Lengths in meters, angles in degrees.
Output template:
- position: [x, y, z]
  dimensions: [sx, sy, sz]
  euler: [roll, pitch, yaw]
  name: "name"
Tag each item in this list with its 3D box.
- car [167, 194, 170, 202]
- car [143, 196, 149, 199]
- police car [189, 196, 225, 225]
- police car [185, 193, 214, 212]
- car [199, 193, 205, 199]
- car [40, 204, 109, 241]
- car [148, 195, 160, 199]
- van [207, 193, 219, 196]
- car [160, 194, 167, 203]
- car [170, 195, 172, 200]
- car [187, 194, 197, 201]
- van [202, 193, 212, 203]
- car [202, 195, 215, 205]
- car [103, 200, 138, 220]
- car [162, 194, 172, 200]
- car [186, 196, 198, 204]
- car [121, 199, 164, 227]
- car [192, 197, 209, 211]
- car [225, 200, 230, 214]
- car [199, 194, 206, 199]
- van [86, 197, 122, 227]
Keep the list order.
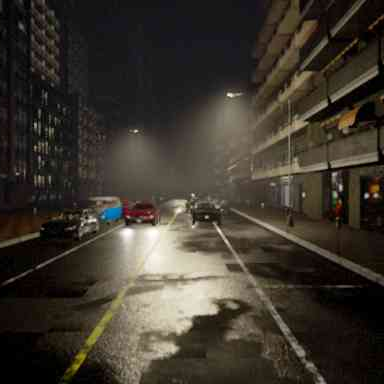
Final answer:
- position: [-5.653, 1.255, 60.091]
  dimensions: [2.008, 1.369, 4.403]
  euler: [0, 0, 0]
  name: "car"
- position: [-5.671, 1.395, 32.477]
  dimensions: [1.947, 1.339, 4.313]
  euler: [0, 0, 0]
  name: "car"
- position: [0.915, 1.303, 22.912]
  dimensions: [1.930, 1.638, 5.238]
  euler: [0, 0, 0]
  name: "police car"
- position: [0.485, 1.252, 32.811]
  dimensions: [1.930, 1.638, 5.238]
  euler: [0, 0, -8]
  name: "police car"
- position: [2.750, 1.098, 93.392]
  dimensions: [1.752, 1.417, 4.829]
  euler: [0, 0, 0]
  name: "car"
- position: [-5.682, 1.465, 15.909]
  dimensions: [2.008, 1.369, 4.403]
  euler: [0, 0, 0]
  name: "car"
- position: [-5.664, 1.217, 43.523]
  dimensions: [1.967, 1.590, 4.097]
  euler: [0, 0, 0]
  name: "car"
- position: [2.716, 1.118, 43.516]
  dimensions: [1.690, 1.788, 3.998]
  euler: [0, 0, 0]
  name: "van"
- position: [-5.657, 1.279, 54.568]
  dimensions: [2.008, 1.369, 4.403]
  euler: [0, 0, 0]
  name: "car"
- position: [-5.649, 1.121, 65.614]
  dimensions: [1.967, 1.590, 4.097]
  euler: [0, 0, 0]
  name: "car"
- position: [0.050, 1.052, 70.645]
  dimensions: [1.994, 1.385, 4.181]
  euler: [0, 0, 0]
  name: "car"
- position: [2.728, 1.045, 60.084]
  dimensions: [1.690, 1.788, 3.998]
  euler: [0, 0, 0]
  name: "van"
- position: [2.724, 1.273, 54.562]
  dimensions: [1.887, 1.381, 4.507]
  euler: [0, 0, 0]
  name: "car"
- position: [-5.675, 1.401, 26.955]
  dimensions: [1.887, 1.381, 4.507]
  euler: [0, 0, 0]
  name: "car"
- position: [-5.642, 1.201, 76.660]
  dimensions: [1.947, 1.339, 4.313]
  euler: [0, 0, 0]
  name: "car"
- position: [0.037, 1.325, 55.541]
  dimensions: [1.895, 1.301, 4.718]
  euler: [0, 0, 0]
  name: "car"
- position: [-3.084, 1.409, 21.711]
  dimensions: [1.812, 1.442, 4.674]
  euler: [0, 0, 0]
  name: "car"
- position: [0.926, 1.324, 38.803]
  dimensions: [1.812, 1.442, 4.674]
  euler: [0, 0, 0]
  name: "car"
- position: [2.710, 1.380, 32.472]
  dimensions: [2.008, 1.369, 4.403]
  euler: [0, 0, 0]
  name: "car"
- position: [2.747, 1.158, 87.700]
  dimensions: [1.947, 1.339, 4.313]
  euler: [0, 0, 0]
  name: "car"
- position: [-5.679, 1.226, 21.430]
  dimensions: [1.690, 1.788, 3.998]
  euler: [0, 0, 0]
  name: "van"
